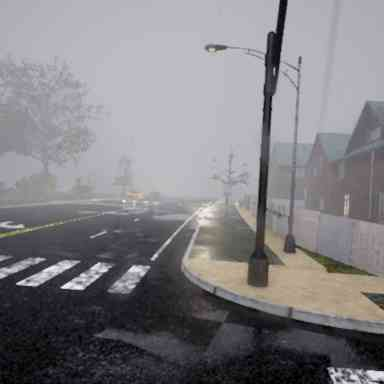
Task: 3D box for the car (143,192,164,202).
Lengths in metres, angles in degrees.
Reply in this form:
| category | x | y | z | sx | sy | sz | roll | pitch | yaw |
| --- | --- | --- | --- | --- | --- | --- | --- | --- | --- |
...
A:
| category | x | y | z | sx | sy | sz | roll | pitch | yaw |
| --- | --- | --- | --- | --- | --- | --- | --- | --- | --- |
| car | -5.640 | 0.670 | 50.989 | 1.812 | 1.442 | 4.674 | 3 | 1 | 7 |

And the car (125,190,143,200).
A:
| category | x | y | z | sx | sy | sz | roll | pitch | yaw |
| --- | --- | --- | --- | --- | --- | --- | --- | --- | --- |
| car | -8.859 | 0.434 | 51.373 | 1.882 | 1.535 | 5.008 | 3 | 1 | 7 |
